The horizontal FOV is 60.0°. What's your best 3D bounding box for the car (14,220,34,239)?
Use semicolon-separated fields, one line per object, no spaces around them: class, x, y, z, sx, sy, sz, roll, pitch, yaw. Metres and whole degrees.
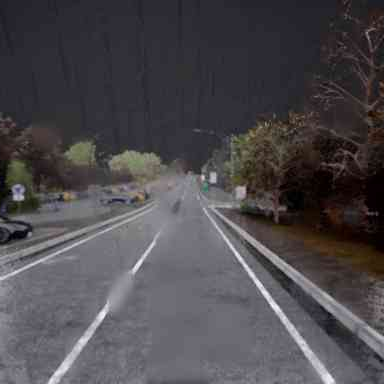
car;-10.053;1.592;15.750;4.792;1.488;2.163;0;0;0

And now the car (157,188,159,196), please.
car;-10.030;0.523;70.640;4.792;1.488;2.163;0;2;0

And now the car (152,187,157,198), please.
car;-10.044;0.448;67.850;4.553;1.767;2.185;0;2;0

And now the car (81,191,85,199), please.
car;-23.158;0.733;62.166;4.792;1.488;2.163;0;1;0

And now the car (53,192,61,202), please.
car;-23.253;0.878;51.012;4.674;1.452;2.002;0;0;0

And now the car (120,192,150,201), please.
car;-10.116;0.756;59.494;4.892;1.521;2.231;0;1;0

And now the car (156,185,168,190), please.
car;-9.930;-0.405;92.916;4.674;1.452;2.002;0;3;0

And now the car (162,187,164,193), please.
car;-9.999;0.132;81.777;4.674;1.452;2.002;0;3;0

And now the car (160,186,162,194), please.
car;-10.043;0.080;78.985;4.553;1.767;2.185;0;2;0

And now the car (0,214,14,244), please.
car;-10.101;1.554;12.974;5.008;1.535;2.097;0;0;0

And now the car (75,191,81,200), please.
car;-23.388;0.747;59.512;5.366;1.575;1.946;0;1;0

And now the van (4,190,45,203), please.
van;-23.155;0.638;45.551;4.442;1.987;1.878;1;0;0

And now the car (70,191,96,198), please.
car;-23.133;0.491;70.662;4.892;1.521;2.231;0;2;0

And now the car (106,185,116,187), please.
car;-23.089;-0.280;84.455;5.566;2.045;2.435;0;3;0

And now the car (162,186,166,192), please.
car;-9.974;-0.031;84.562;5.008;1.535;2.097;0;3;0

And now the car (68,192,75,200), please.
car;-23.404;0.785;56.716;5.366;1.575;1.946;0;1;0

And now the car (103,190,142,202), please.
car;-10.215;0.885;48.346;4.792;1.488;2.163;0;0;0

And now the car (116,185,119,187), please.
car;-23.061;-0.421;90.035;4.553;1.767;2.185;0;3;0

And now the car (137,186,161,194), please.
car;-10.059;0.185;76.207;4.553;1.767;2.185;0;2;0

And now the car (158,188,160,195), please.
car;-10.073;0.436;73.427;4.792;1.488;2.163;0;2;0

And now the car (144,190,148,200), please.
car;-10.149;0.823;53.911;5.008;1.535;2.097;0;1;0

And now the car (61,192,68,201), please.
car;-23.263;0.847;53.924;4.792;1.488;2.163;0;0;0

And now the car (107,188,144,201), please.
car;-10.201;0.717;51.131;4.553;1.767;2.185;0;0;0

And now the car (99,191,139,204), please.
car;-10.172;0.897;45.562;4.792;1.488;2.163;0;0;0

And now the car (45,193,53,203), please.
car;-23.269;0.891;48.227;4.674;1.452;2.002;0;0;0

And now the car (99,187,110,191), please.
car;-22.907;0.203;78.891;5.366;1.575;1.946;0;2;0

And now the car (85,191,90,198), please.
car;-23.167;0.642;64.956;5.008;1.535;2.097;0;1;0

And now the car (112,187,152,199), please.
car;-10.167;0.542;56.702;5.566;2.045;2.435;0;1;0
